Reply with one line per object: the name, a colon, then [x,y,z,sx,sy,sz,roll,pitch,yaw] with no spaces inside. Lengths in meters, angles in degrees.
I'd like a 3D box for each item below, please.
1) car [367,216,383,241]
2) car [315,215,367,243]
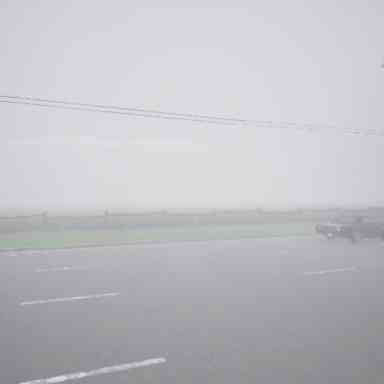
car: [10.460,1.700,14.424,4.902,1.511,2.128,0,-1,-21]
car: [9.038,1.874,17.627,4.718,1.301,1.895,0,-1,-21]
